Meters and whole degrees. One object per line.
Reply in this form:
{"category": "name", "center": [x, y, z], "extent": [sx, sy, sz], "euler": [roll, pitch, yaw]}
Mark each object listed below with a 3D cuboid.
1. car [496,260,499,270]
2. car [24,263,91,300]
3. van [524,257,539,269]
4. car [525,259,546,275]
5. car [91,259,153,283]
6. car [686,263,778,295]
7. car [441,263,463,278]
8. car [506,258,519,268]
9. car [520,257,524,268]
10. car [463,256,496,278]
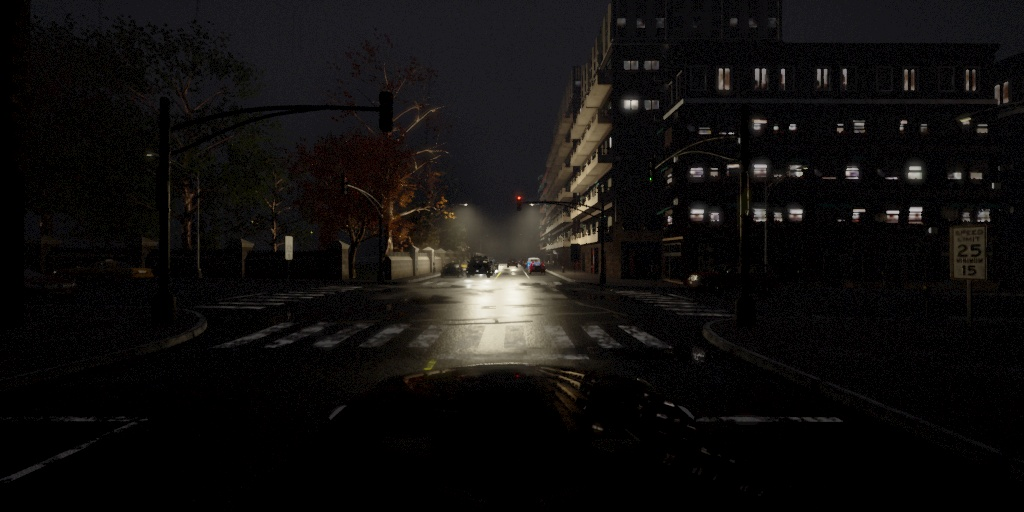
{"category": "car", "center": [-3.034, 1.322, 44.906], "extent": [2.033, 1.411, 5.357], "euler": [0, 0, 0]}
{"category": "car", "center": [-18.945, 1.007, 13.356], "extent": [4.207, 1.307, 1.802], "euler": [0, 0, 0]}
{"category": "van", "center": [2.756, 1.116, 45.615], "extent": [1.690, 1.789, 3.998], "euler": [0, 0, 0]}
{"category": "car", "center": [2.747, 1.314, 39.985], "extent": [1.888, 1.381, 4.507], "euler": [0, 0, 0]}
{"category": "car", "center": [-24.714, 0.882, 21.690], "extent": [4.829, 1.417, 1.751], "euler": [0, 0, 0]}
{"category": "car", "center": [13.479, 1.353, 21.998], "extent": [5.009, 1.841, 2.192], "euler": [0, 0, 0]}
{"category": "car", "center": [-5.642, 1.330, 34.367], "extent": [1.948, 1.339, 4.313], "euler": [0, 0, 0]}
{"category": "car", "center": [0.090, 1.304, 62.659], "extent": [1.837, 1.490, 4.892], "euler": [0, 0, 0]}
{"category": "car", "center": [2.772, 1.230, 56.875], "extent": [1.967, 1.591, 4.097], "euler": [0, 0, 0]}
{"category": "car", "center": [-3.037, 0.986, 34.654], "extent": [2.150, 2.045, 5.566], "euler": [0, 0, 1]}
